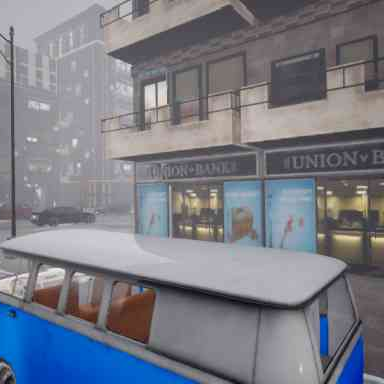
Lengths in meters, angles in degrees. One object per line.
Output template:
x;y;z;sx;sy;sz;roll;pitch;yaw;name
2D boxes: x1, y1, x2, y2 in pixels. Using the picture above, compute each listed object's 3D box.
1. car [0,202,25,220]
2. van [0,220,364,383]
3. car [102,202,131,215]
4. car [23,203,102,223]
-15.338;1.609;27.371;1.967;1.590;4.097;-2;-1;36;car
-0.505;1.342;3.223;3.998;1.788;1.690;0;-1;36;van
-8.653;1.798;36.451;1.947;1.339;4.313;-2;-1;36;car
-8.590;1.583;22.399;1.947;1.339;4.313;-2;-1;36;car
